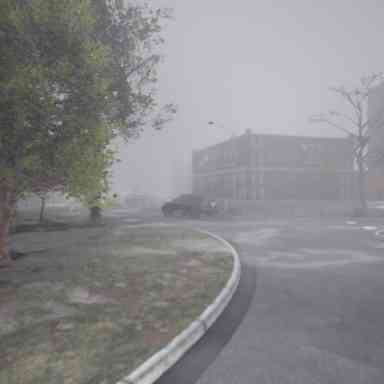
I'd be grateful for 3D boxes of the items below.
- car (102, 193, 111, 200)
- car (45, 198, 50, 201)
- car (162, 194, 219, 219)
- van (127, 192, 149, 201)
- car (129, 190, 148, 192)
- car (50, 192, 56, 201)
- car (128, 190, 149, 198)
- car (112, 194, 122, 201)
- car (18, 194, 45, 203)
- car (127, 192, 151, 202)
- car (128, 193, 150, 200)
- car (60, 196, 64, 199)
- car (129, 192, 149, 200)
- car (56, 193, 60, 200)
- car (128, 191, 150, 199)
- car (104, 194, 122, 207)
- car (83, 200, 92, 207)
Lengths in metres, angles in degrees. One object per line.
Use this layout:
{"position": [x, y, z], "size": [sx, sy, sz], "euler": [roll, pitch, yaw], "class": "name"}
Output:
{"position": [-20.693, 1.056, 80.570], "size": [1.812, 1.442, 4.674], "euler": [0, 1, -9], "class": "car"}
{"position": [-30.680, 1.233, 64.026], "size": [5.008, 1.535, 2.097], "euler": [0, 1, -9], "class": "car"}
{"position": [-0.197, 1.168, 28.598], "size": [5.566, 2.045, 2.150], "euler": [0, 0, 45], "class": "car"}
{"position": [-11.470, 0.925, 70.866], "size": [4.442, 1.987, 1.878], "euler": [0, 1, -9], "class": "van"}
{"position": [-10.869, 1.057, 68.019], "size": [4.553, 1.767, 2.185], "euler": [0, 1, -9], "class": "car"}
{"position": [-31.511, 1.042, 69.475], "size": [4.553, 1.767, 2.185], "euler": [0, 1, -9], "class": "car"}
{"position": [-14.426, 0.617, 90.096], "size": [5.566, 2.045, 2.435], "euler": [0, 1, -9], "class": "car"}
{"position": [-16.512, 1.235, 73.349], "size": [1.895, 1.301, 4.718], "euler": [0, 1, -9], "class": "car"}
{"position": [-30.210, 1.136, 61.302], "size": [4.553, 1.767, 2.185], "euler": [0, 1, -9], "class": "car"}
{"position": [-10.079, 1.262, 62.643], "size": [4.792, 1.488, 2.163], "euler": [0, 1, -9], "class": "car"}
{"position": [-12.664, 1.032, 79.124], "size": [5.008, 1.535, 2.097], "euler": [0, 1, -9], "class": "car"}
{"position": [-32.870, 0.803, 77.636], "size": [5.566, 2.045, 2.435], "euler": [0, 1, -9], "class": "car"}
{"position": [-12.174, 0.950, 76.260], "size": [4.553, 1.767, 2.185], "euler": [0, 1, -9], "class": "car"}
{"position": [-31.982, 1.134, 72.198], "size": [4.892, 1.521, 2.231], "euler": [0, 1, -9], "class": "car"}
{"position": [-13.480, 0.700, 84.490], "size": [5.566, 2.045, 2.435], "euler": [0, 1, -9], "class": "car"}
{"position": [-11.731, 1.356, 48.617], "size": [1.882, 1.535, 5.008], "euler": [0, 0, -16], "class": "car"}
{"position": [-14.975, 1.354, 49.189], "size": [1.882, 1.535, 5.008], "euler": [0, 1, -15], "class": "car"}
